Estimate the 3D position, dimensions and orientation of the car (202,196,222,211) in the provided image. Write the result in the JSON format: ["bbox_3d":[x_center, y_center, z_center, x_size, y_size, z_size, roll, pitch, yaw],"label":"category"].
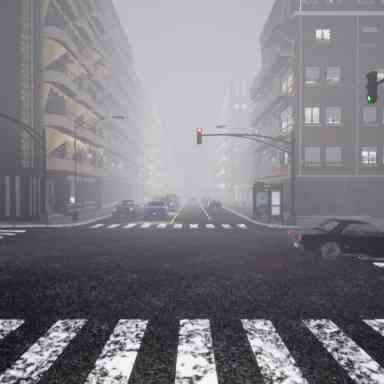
[{"bbox_3d":[2.678,1.548,40.539,2.008,1.369,4.403,0,0,0],"label":"car"}]

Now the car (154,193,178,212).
[{"bbox_3d":[-3.097,1.350,38.974,2.097,1.767,4.553,0,0,0],"label":"car"}]

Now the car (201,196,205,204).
[{"bbox_3d":[2.677,1.542,46.177,1.887,1.381,4.507,0,0,0],"label":"car"}]

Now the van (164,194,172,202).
[{"bbox_3d":[-5.712,1.337,80.014,1.690,1.788,3.998,0,0,0],"label":"van"}]

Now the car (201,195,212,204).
[{"bbox_3d":[2.672,1.437,63.094,1.967,1.590,4.097,0,0,0],"label":"car"}]

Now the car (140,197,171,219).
[{"bbox_3d":[-3.095,1.475,29.347,1.882,1.535,5.008,0,0,-1],"label":"car"}]

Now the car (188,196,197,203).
[{"bbox_3d":[0.082,1.561,69.764,1.994,1.385,4.181,0,0,0],"label":"car"}]

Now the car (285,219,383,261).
[{"bbox_3d":[5.883,1.674,11.759,4.718,1.301,1.895,3,0,-1],"label":"car"}]

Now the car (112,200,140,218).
[{"bbox_3d":[-5.700,1.438,29.265,1.967,1.590,4.097,0,0,0],"label":"car"}]

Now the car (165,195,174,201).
[{"bbox_3d":[-5.713,1.546,85.652,2.008,1.369,4.403,0,0,0],"label":"car"}]

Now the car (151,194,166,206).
[{"bbox_3d":[-5.708,1.313,57.458,2.192,1.841,5.009,0,0,0],"label":"car"}]

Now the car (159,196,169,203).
[{"bbox_3d":[-5.709,1.523,68.566,1.752,1.417,4.829,0,0,0],"label":"car"}]
